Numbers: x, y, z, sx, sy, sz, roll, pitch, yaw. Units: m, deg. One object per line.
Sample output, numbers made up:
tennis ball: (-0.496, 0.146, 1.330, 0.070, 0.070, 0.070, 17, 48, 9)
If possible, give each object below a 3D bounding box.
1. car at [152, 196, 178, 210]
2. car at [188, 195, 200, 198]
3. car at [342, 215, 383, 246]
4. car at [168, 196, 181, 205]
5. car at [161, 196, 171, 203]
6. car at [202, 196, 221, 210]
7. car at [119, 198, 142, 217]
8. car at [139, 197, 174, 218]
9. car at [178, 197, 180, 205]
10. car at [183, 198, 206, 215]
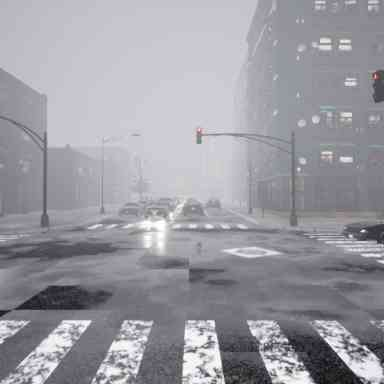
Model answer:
car: (-3.089, 1.361, 38.924, 2.097, 1.767, 4.553, 0, 0, 0)
car: (0.015, 1.492, 59.897, 1.882, 1.535, 5.008, 0, 0, 0)
car: (9.497, 1.488, 14.475, 5.357, 1.411, 2.033, -1, -1, -3)
car: (-3.042, 1.492, 58.345, 1.882, 1.535, 5.008, 0, 0, 1)
car: (-5.664, 1.600, 71.559, 1.802, 1.307, 4.206, 1, 0, 0)
car: (2.714, 1.450, 43.185, 1.967, 1.590, 4.097, 1, 0, 0)
car: (-5.747, 1.552, 31.757, 1.887, 1.381, 4.507, 1, 0, 0)
car: (-3.092, 1.499, 29.905, 2.128, 1.511, 4.902, 0, 0, 0)
car: (-3.083, 1.537, 47.919, 1.812, 1.442, 4.674, 0, 0, 0)
car: (0.122, 1.572, 33.764, 1.994, 1.385, 4.181, 0, 0, 0)
